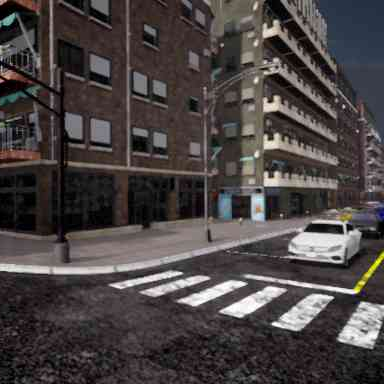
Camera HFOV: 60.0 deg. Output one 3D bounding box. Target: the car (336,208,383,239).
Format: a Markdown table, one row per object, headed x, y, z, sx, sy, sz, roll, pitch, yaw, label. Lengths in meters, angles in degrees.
| x | y | z | sx | sy | sz | roll | pitch | yaw | label |
| --- | --- | --- | --- | --- | --- | --- | --- | --- | --- |
| 10.655 | 1.944 | 20.405 | 2.033 | 1.411 | 5.357 | -1 | -1 | 35 | car |

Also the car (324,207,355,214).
| x | y | z | sx | sy | sz | roll | pitch | yaw | label |
| --- | --- | --- | --- | --- | --- | --- | --- | --- | --- |
| 10.348 | 1.992 | 24.443 | 1.752 | 1.417 | 4.829 | -2 | -2 | 35 | car |

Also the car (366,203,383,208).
| x | y | z | sx | sy | sz | roll | pitch | yaw | label |
| --- | --- | --- | --- | --- | --- | --- | --- | --- | --- |
| 16.465 | 2.031 | 28.666 | 1.882 | 1.535 | 5.008 | -1 | -1 | 35 | car |

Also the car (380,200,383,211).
| x | y | z | sx | sy | sz | roll | pitch | yaw | label |
| --- | --- | --- | --- | --- | --- | --- | --- | --- | --- |
| 36.416 | 2.490 | 61.575 | 2.192 | 1.841 | 5.009 | -2 | -2 | 35 | car |

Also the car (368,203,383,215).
| x | y | z | sx | sy | sz | roll | pitch | yaw | label |
| --- | --- | --- | --- | --- | --- | --- | --- | --- | --- |
| 26.678 | 2.350 | 47.701 | 1.967 | 1.590 | 4.097 | -2 | -2 | 35 | car |

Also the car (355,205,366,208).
| x | y | z | sx | sy | sz | roll | pitch | yaw | label |
| --- | --- | --- | --- | --- | --- | --- | --- | --- | --- |
| 13.595 | 2.080 | 29.066 | 1.752 | 1.417 | 4.829 | -2 | -2 | 35 | car |

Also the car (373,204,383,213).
| x | y | z | sx | sy | sz | roll | pitch | yaw | label |
| --- | --- | --- | --- | --- | --- | --- | --- | --- | --- |
| 29.925 | 2.543 | 52.322 | 1.887 | 1.381 | 4.507 | -2 | -2 | 35 | car |

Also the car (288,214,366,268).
| x | y | z | sx | sy | sz | roll | pitch | yaw | label |
| --- | --- | --- | --- | --- | --- | --- | --- | --- | --- |
| 5.108 | 1.771 | 12.492 | 1.812 | 1.442 | 4.674 | -1 | -1 | 35 | car |
